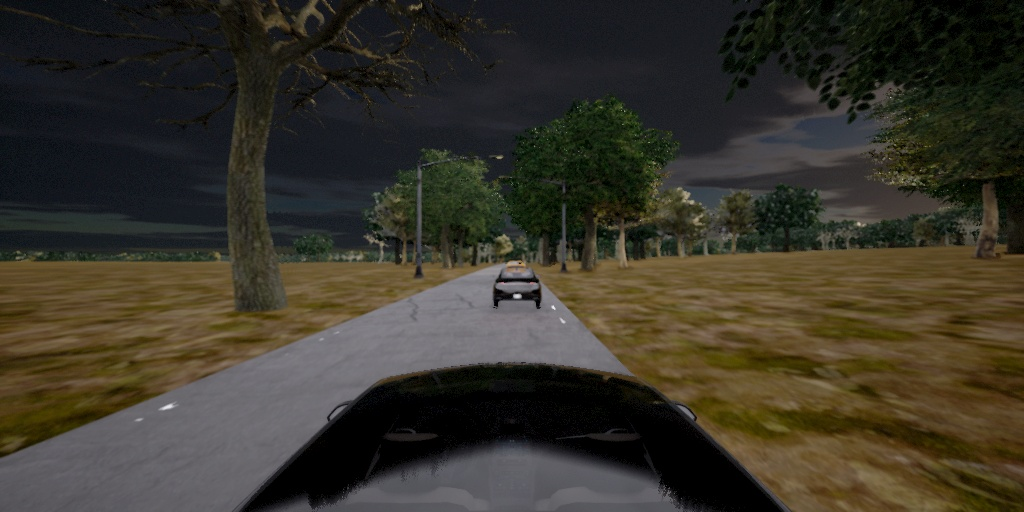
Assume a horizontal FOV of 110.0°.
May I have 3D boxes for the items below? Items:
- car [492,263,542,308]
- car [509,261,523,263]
[{"bbox_3d":[0.204,1.208,15.113,2.128,1.511,4.902,0,0,0],"label":"car"},{"bbox_3d":[0.364,1.211,35.593,1.882,1.535,5.008,0,0,0],"label":"car"}]
